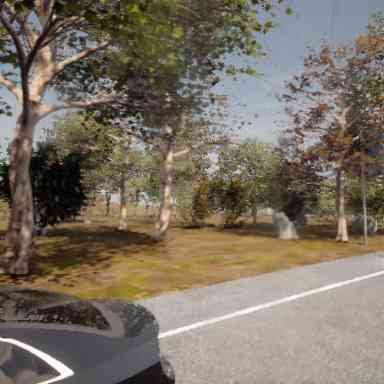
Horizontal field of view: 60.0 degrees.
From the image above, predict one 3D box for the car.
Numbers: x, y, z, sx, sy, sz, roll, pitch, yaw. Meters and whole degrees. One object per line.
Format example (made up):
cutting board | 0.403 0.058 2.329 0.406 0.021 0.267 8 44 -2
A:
car | -2.415 1.506 1.938 4.892 1.490 1.837 0 0 -35
